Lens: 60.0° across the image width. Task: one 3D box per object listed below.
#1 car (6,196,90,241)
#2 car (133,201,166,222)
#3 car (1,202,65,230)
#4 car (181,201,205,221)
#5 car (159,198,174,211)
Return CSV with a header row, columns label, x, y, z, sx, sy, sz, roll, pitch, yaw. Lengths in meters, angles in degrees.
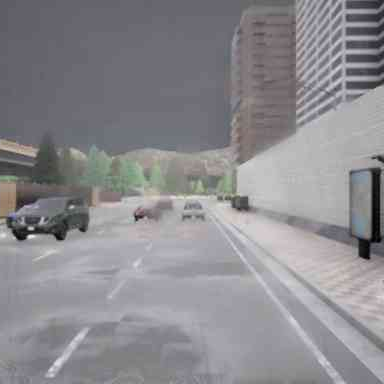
label,x,y,z,sx,sy,sz,roll,pitch,yaw
car,-7.055,1.257,17.373,2.150,2.045,5.566,0,0,0
car,-3.463,1.657,27.159,1.895,1.301,4.718,0,0,1
car,-10.546,1.524,22.570,1.882,1.535,5.008,0,0,0
car,0.112,1.658,27.931,1.895,1.301,4.718,0,0,0
car,-3.409,1.566,43.154,1.882,1.535,5.008,0,0,0
